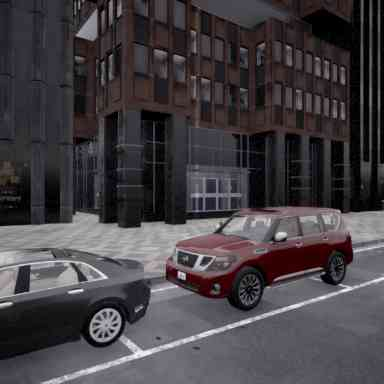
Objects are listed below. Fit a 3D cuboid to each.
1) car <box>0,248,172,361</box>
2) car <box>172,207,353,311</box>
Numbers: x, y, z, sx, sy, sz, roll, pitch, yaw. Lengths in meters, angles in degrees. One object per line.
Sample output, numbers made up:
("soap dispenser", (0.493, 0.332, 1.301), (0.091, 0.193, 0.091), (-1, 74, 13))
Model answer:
("car", (-2.722, 1.551, 4.705), (4.403, 1.369, 2.008), (0, 0, -35))
("car", (1.846, 1.315, 7.961), (5.009, 1.841, 2.192), (0, 0, -35))
